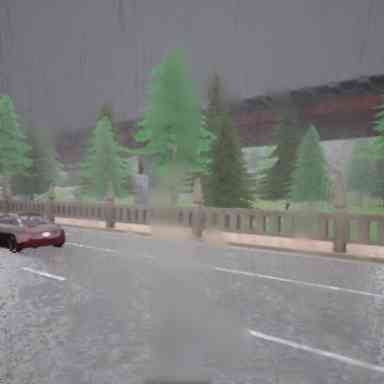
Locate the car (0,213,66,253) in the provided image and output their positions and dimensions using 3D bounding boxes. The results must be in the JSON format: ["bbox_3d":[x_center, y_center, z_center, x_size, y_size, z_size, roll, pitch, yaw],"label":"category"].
[{"bbox_3d":[-7.036,1.538,13.598,4.181,1.385,1.994,0,0,37],"label":"car"}]
